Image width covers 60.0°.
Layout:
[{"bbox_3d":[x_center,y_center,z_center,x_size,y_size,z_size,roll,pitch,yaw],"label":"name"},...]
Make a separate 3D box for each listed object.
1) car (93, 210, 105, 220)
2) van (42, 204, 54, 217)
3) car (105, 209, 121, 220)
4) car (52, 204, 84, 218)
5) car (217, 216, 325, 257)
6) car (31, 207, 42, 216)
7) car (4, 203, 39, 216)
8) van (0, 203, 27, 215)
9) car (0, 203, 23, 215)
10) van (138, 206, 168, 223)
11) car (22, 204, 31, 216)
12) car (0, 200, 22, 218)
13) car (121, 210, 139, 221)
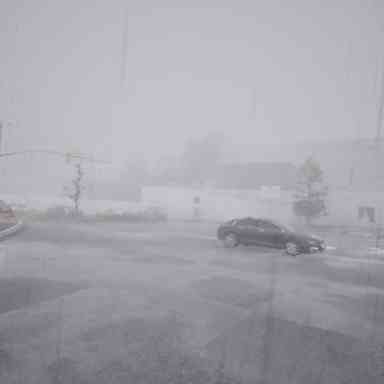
[{"bbox_3d":[-11.819,3.168,46.749,1.946,1.575,5.366,2,-5,16],"label":"car"},{"bbox_3d":[-21.455,3.089,53.797,1.878,1.987,4.442,2,-5,16],"label":"van"},{"bbox_3d":[-9.354,3.196,45.185,2.002,1.452,4.674,2,-5,16],"label":"car"},{"bbox_3d":[-19.005,3.169,52.189,2.185,1.767,4.553,2,-5,16],"label":"car"},{"bbox_3d":[3.456,1.922,15.106,4.892,1.490,1.837,2,-3,36],"label":"car"},{"bbox_3d":[-23.811,3.374,55.808,1.946,1.575,5.366,1,-5,16],"label":"car"},{"bbox_3d":[-31.090,3.222,60.898,2.435,2.045,5.566,1,-6,16],"label":"car"},{"bbox_3d":[-33.541,3.281,62.495,1.878,1.987,4.442,1,-6,16],"label":"van"},{"bbox_3d":[-35.929,3.318,64.317,2.435,2.045,5.566,1,-6,16],"label":"car"},{"bbox_3d":[-4.538,2.852,41.614,1.878,1.987,4.442,2,-5,16],"label":"van"},{"bbox_3d":[-28.686,3.430,59.112,2.097,1.535,5.008,2,-5,16],"label":"car"},{"bbox_3d":[-18.298,1.482,30.850,4.553,1.767,2.097,-1,-6,36],"label":"car"},{"bbox_3d":[-6.945,3.162,43.442,2.002,1.452,4.674,1,-5,16],"label":"car"}]
